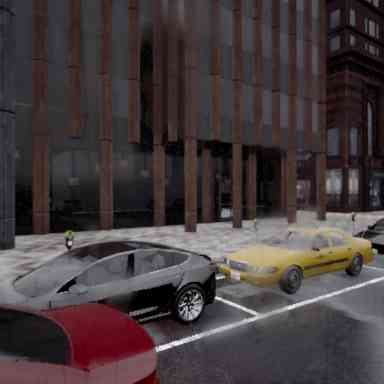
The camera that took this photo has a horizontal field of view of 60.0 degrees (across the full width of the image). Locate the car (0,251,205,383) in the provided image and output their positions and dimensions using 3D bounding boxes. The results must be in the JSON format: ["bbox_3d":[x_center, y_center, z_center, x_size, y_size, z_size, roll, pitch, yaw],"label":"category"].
[{"bbox_3d":[-2.514,1.479,1.584,5.008,1.535,1.882,0,0,-35],"label":"car"}]

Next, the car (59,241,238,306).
[{"bbox_3d":[-1.533,1.564,5.557,4.313,1.339,1.947,0,0,-36],"label":"car"}]

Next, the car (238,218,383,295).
[{"bbox_3d":[2.917,1.520,8.732,4.829,1.417,1.752,0,0,-36],"label":"car"}]
